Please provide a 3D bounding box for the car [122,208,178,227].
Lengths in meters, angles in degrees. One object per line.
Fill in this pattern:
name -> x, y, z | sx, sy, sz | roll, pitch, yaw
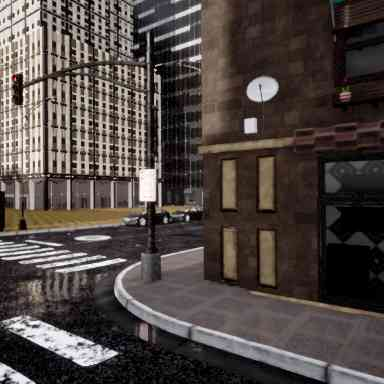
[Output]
car -> -3.468, 1.893, 25.899 | 2.008, 1.369, 4.403 | -2, -2, 35

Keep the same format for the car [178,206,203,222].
car -> -0.262, 1.974, 30.453 | 2.008, 1.369, 4.403 | -2, -2, 35
